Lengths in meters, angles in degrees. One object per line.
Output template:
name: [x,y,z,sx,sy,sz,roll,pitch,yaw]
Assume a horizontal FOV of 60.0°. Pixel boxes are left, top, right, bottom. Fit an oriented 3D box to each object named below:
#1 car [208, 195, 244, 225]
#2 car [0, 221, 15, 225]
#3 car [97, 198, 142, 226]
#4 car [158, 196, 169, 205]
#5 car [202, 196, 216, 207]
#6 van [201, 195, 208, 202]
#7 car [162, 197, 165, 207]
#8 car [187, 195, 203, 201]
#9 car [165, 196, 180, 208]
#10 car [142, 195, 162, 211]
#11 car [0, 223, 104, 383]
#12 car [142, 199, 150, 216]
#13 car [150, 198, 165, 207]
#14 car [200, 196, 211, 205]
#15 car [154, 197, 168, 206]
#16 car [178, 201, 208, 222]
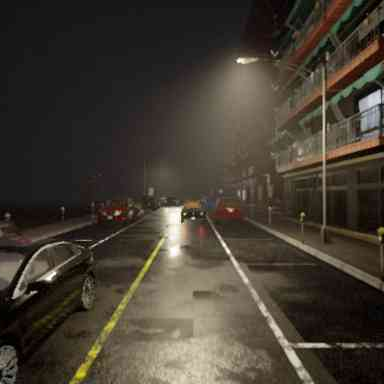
car: [2.572,1.337,24.416,2.192,1.841,5.009,1,0,0]
car: [-5.307,1.447,7.439,1.967,1.590,4.097,1,0,0]
car: [-5.308,1.337,24.048,2.192,1.841,5.009,1,0,0]
car: [-5.318,1.583,62.632,1.752,1.417,4.829,1,0,0]
car: [2.565,1.487,52.141,1.967,1.590,4.097,1,0,0]
van: [2.568,1.383,46.595,1.690,1.788,3.998,1,0,0]
car: [-5.314,1.482,46.193,1.967,1.590,4.097,1,0,0]
car: [0.092,1.517,42.987,1.882,1.535,5.008,0,0,0]
car: [-2.835,1.395,48.470,2.097,1.767,4.553,0,0,0]
car: [-5.311,1.352,40.657,2.192,1.841,5.009,1,0,0]
car: [-2.851,1.496,4.887,2.128,1.511,4.902,0,0,0]
car: [-5.312,1.578,29.584,2.008,1.369,4.403,1,0,0]
car: [-5.316,1.598,51.729,2.008,1.369,4.403,1,0,0]
car: [2.562,1.583,63.400,1.752,1.417,4.829,1,0,0]
car: [-5.317,1.597,57.265,1.887,1.381,4.507,1,0,0]
car: [0.096,1.625,26.420,1.895,1.301,4.718,0,0,0]
